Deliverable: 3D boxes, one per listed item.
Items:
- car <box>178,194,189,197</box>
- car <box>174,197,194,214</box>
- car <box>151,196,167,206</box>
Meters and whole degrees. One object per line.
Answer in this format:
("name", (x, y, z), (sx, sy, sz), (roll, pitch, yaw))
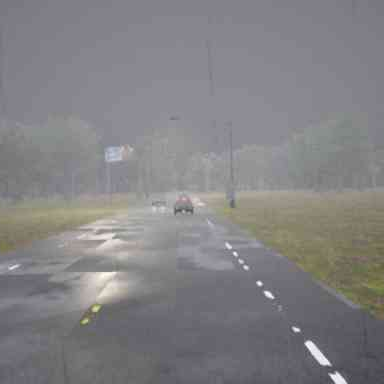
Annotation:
("car", (-1.138, 1.067, 46.573), (2.097, 1.767, 4.553), (-1, 1, -1))
("car", (-0.800, 1.457, 32.610), (1.895, 1.301, 4.718), (-1, 0, -1))
("car", (-4.732, 1.232, 48.339), (1.994, 1.385, 4.181), (-1, 1, -2))
